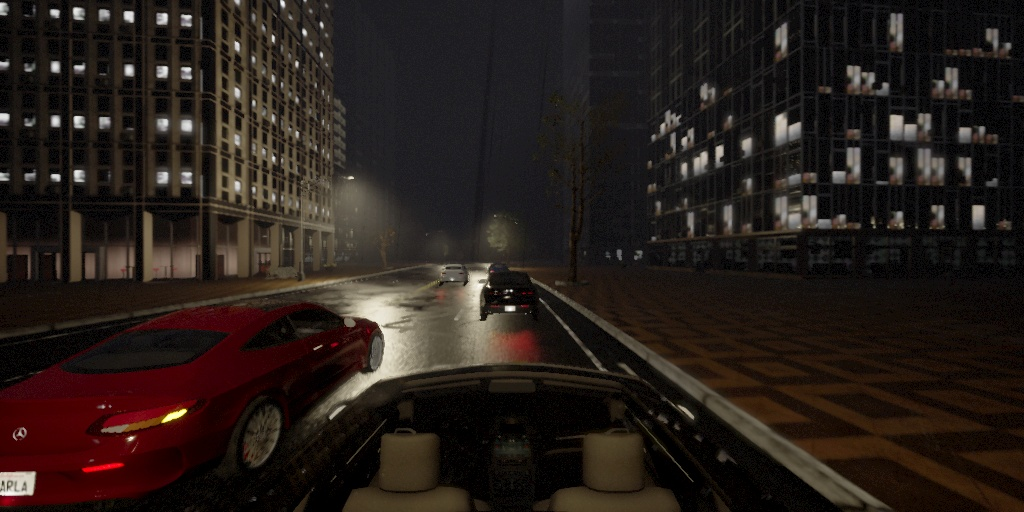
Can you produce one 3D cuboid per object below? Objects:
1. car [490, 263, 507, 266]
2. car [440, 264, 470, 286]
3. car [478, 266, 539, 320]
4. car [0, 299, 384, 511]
[{"bbox_3d":[-1.181,1.308,31.513,2.033,1.411,5.357,0,0,-5],"label":"car"},{"bbox_3d":[-4.001,1.286,25.396,1.812,1.442,4.674,0,0,-4],"label":"car"},{"bbox_3d":[-0.124,1.256,12.680,1.837,1.490,4.892,0,0,-2],"label":"car"},{"bbox_3d":[-3.204,1.279,4.582,1.812,1.442,4.674,0,0,0],"label":"car"}]
